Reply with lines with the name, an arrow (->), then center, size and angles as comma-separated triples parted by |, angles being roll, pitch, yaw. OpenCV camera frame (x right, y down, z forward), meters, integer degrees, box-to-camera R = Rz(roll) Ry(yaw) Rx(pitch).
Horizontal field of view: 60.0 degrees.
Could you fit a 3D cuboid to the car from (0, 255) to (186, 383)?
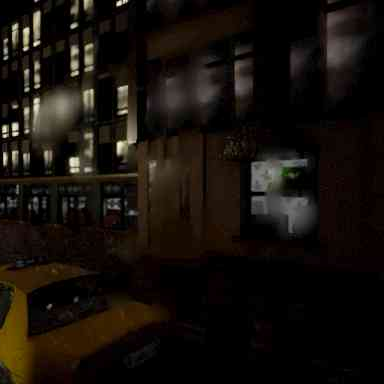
car -> -2.354, 1.549, 4.549 | 4.829, 1.417, 1.752 | 0, 0, 36
